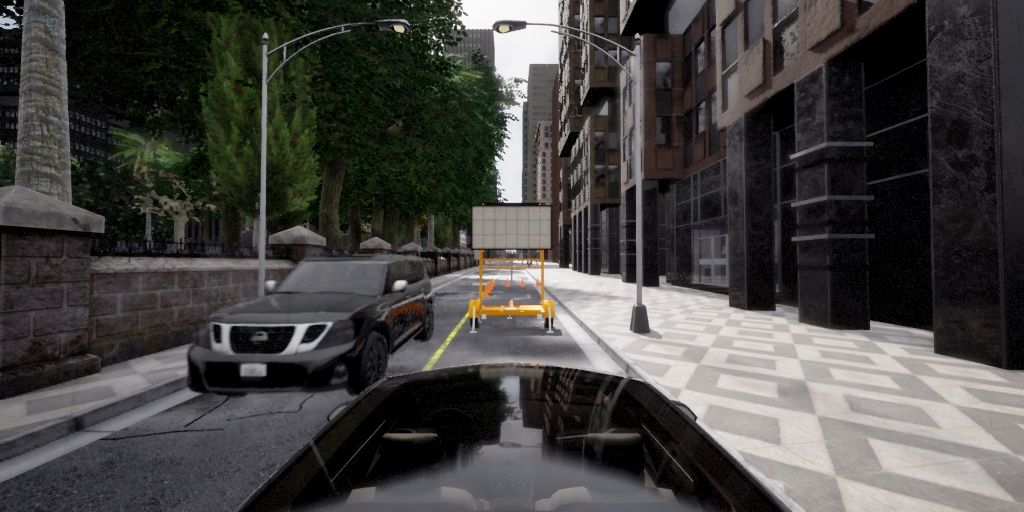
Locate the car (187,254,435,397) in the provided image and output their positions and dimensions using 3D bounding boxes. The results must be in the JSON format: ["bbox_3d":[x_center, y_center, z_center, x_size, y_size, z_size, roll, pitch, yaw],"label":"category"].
[{"bbox_3d":[-3.005,0.975,6.926,2.150,2.045,5.566,0,0,0],"label":"car"}]

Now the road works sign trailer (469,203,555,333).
[{"bbox_3d":[-0.008,0.221,10.735,2.380,3.560,2.880,0,0,0],"label":"road works sign trailer"}]
